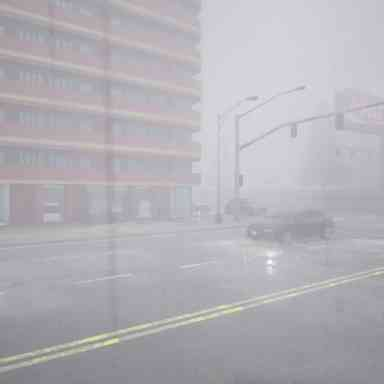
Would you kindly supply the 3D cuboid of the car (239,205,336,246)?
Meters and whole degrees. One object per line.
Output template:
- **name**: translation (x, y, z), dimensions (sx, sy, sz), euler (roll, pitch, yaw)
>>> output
- **car**: translation (4.679, 1.504, 15.478), dimensions (4.892, 1.490, 1.837), euler (0, 0, -34)

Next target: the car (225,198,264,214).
- **car**: translation (5.240, 1.352, 32.389), dimensions (2.097, 1.767, 4.553), euler (0, 0, -34)

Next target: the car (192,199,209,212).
- **car**: translation (0.261, 1.526, 39.812), dimensions (1.812, 1.442, 4.674), euler (0, 0, -34)
